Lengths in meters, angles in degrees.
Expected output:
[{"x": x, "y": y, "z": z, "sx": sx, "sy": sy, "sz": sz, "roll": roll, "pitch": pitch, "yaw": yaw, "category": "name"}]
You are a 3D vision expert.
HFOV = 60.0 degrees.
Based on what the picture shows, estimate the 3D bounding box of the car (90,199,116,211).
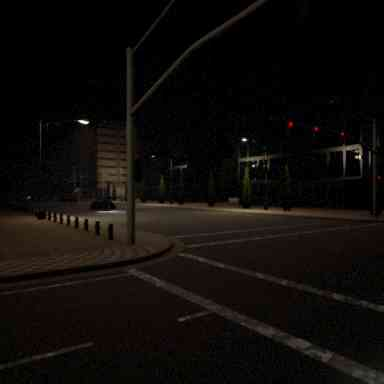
[{"x": -10.569, "y": 1.502, "z": 39.353, "sx": 1.994, "sy": 1.385, "sz": 4.181, "roll": 0, "pitch": 0, "yaw": -35, "category": "car"}]

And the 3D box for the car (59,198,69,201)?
[{"x": -19.664, "y": 1.132, "z": 52.619, "sx": 2.033, "sy": 1.411, "sz": 5.357, "roll": 0, "pitch": 0, "yaw": -35, "category": "car"}]
